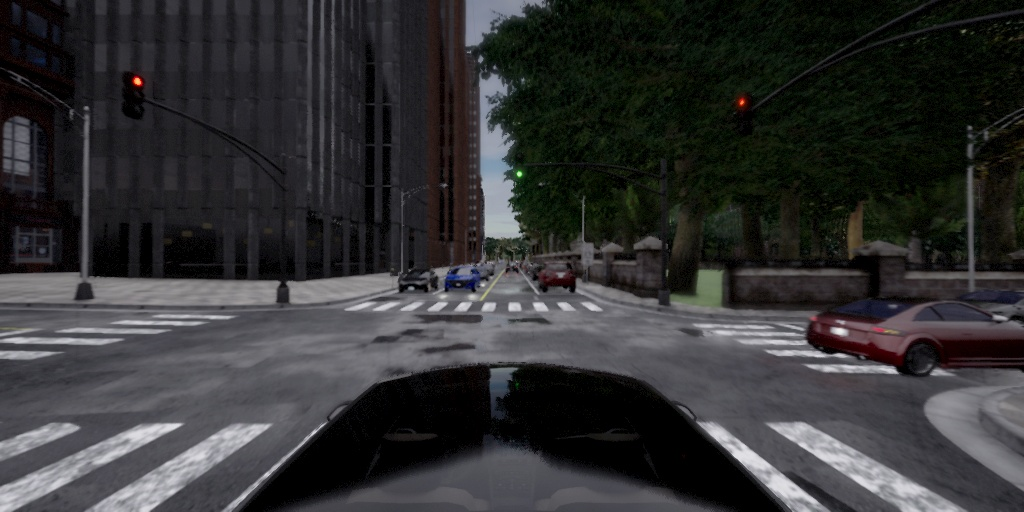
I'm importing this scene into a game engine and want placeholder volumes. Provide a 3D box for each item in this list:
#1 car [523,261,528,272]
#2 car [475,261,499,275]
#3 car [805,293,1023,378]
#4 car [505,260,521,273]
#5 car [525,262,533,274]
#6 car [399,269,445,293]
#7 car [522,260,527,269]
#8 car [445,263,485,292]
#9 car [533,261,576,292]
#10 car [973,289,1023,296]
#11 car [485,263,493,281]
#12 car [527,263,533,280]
[{"bbox_3d":[2.766,1.698,44.524,2.007,1.370,4.403,0,0,0],"label":"car"},{"bbox_3d":[-3.081,1.627,43.321,2.128,1.511,4.902,0,-1,0],"label":"car"},{"bbox_3d":[8.677,1.557,7.530,4.181,1.385,1.994,1,-1,-6],"label":"car"},{"bbox_3d":[0.004,1.754,52.820,1.812,1.442,4.674,0,-1,0],"label":"car"},{"bbox_3d":[2.765,1.645,39.067,2.007,1.370,4.403,0,0,0],"label":"car"},{"bbox_3d":[-5.761,1.501,22.690,1.948,1.339,4.313,0,0,0],"label":"car"},{"bbox_3d":[2.766,1.641,49.980,1.967,1.591,4.097,0,0,0],"label":"car"},{"bbox_3d":[-3.090,1.419,23.312,1.882,1.535,5.008,0,-1,0],"label":"car"},{"bbox_3d":[2.764,1.251,22.699,2.192,1.841,5.009,0,0,0],"label":"car"},{"bbox_3d":[15.047,1.721,10.859,4.181,1.385,1.994,1,-1,-2],"label":"car"},{"bbox_3d":[-3.089,1.602,33.275,1.994,1.385,4.181,0,-1,0],"label":"car"},{"bbox_3d":[2.765,1.607,33.611,1.948,1.339,4.313,0,0,0],"label":"car"}]
